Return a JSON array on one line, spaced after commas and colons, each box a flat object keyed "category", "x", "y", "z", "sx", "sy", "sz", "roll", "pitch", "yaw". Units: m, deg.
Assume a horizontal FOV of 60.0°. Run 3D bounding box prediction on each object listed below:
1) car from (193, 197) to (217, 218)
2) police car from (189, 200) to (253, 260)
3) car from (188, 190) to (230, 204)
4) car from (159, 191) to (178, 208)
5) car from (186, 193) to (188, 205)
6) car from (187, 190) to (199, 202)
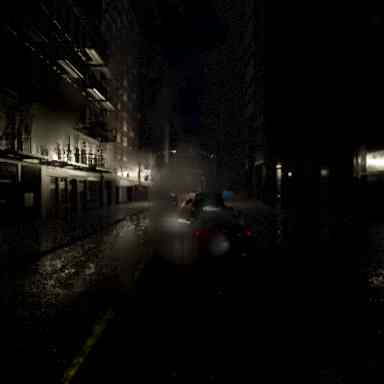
[{"category": "car", "x": 1.004, "y": 1.265, "z": 28.059, "sx": 1.837, "sy": 1.490, "sz": 4.892, "roll": 0, "pitch": 0, "yaw": 0}, {"category": "police car", "x": 0.944, "y": 1.318, "z": 12.168, "sx": 1.930, "sy": 1.638, "sz": 5.238, "roll": 0, "pitch": 0, "yaw": 0}, {"category": "car", "x": 0.982, "y": 1.034, "z": 22.086, "sx": 2.150, "sy": 2.045, "sz": 5.566, "roll": 0, "pitch": 0, "yaw": 0}, {"category": "car", "x": -2.936, "y": 0.869, "z": 42.322, "sx": 2.150, "sy": 2.045, "sz": 5.566, "roll": 0, "pitch": 1, "yaw": 0}, {"category": "car", "x": 0.190, "y": 0.961, "z": 47.645, "sx": 2.097, "sy": 1.767, "sz": 4.553, "roll": 0, "pitch": 0, "yaw": 1}, {"category": "car", "x": 0.232, "y": 0.714, "z": 63.170, "sx": 2.150, "sy": 2.045, "sz": 5.566, "roll": 0, "pitch": 0, "yaw": 0}]
